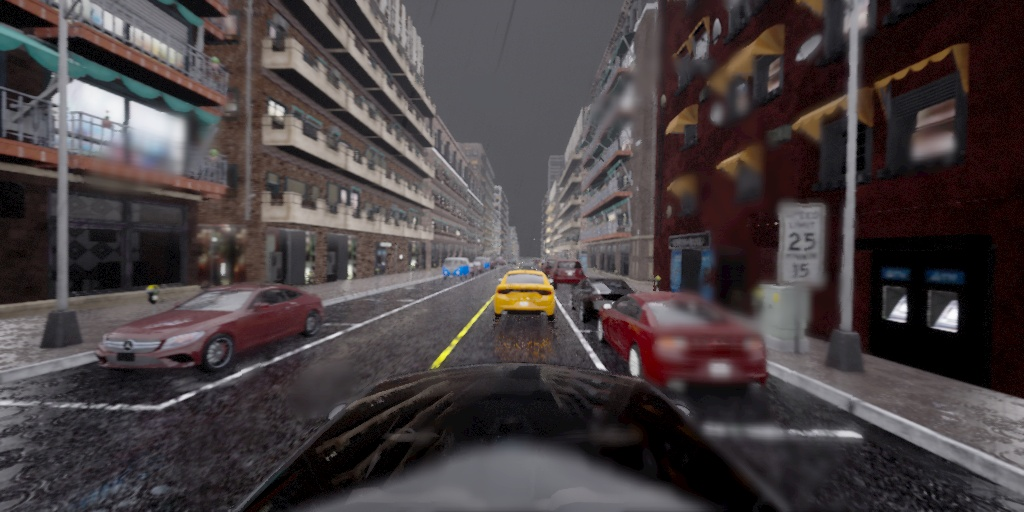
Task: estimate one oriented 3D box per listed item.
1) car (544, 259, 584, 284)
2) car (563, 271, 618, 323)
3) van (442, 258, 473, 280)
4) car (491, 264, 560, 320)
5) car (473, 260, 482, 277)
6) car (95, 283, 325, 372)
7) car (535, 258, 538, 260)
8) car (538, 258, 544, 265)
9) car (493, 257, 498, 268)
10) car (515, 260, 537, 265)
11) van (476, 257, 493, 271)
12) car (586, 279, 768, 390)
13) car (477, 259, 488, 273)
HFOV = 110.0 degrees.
[{"bbox_3d":[3.520,1.158,23.574,2.192,1.841,5.009,0,0,2],"label":"car"},{"bbox_3d":[3.047,1.386,12.257,1.948,1.339,4.313,0,0,2],"label":"car"},{"bbox_3d":[-4.580,1.038,29.613,1.690,1.789,3.998,0,0,2],"label":"van"},{"bbox_3d":[0.472,1.249,12.947,1.882,1.535,5.008,1,0,3],"label":"car"},{"bbox_3d":[-4.344,1.291,35.272,1.802,1.307,4.207,0,0,2],"label":"car"},{"bbox_3d":[-5.514,1.234,7.291,1.802,1.307,4.207,0,0,2],"label":"car"},{"bbox_3d":[5.446,1.391,61.811,1.801,1.575,5.366,1,0,2],"label":"car"},{"bbox_3d":[3.994,1.182,34.892,2.192,1.841,5.009,0,0,2],"label":"car"},{"bbox_3d":[-3.676,1.061,52.250,2.192,1.841,5.009,0,0,2],"label":"car"},{"bbox_3d":[1.739,1.437,42.857,1.895,1.301,4.718,1,0,3],"label":"car"},{"bbox_3d":[-3.885,1.075,46.591,1.690,1.789,3.998,0,0,2],"label":"van"},{"bbox_3d":[2.824,1.355,6.940,1.888,1.381,4.507,0,0,2],"label":"car"},{"bbox_3d":[-4.110,1.304,40.930,1.802,1.307,4.207,0,0,2],"label":"car"}]
